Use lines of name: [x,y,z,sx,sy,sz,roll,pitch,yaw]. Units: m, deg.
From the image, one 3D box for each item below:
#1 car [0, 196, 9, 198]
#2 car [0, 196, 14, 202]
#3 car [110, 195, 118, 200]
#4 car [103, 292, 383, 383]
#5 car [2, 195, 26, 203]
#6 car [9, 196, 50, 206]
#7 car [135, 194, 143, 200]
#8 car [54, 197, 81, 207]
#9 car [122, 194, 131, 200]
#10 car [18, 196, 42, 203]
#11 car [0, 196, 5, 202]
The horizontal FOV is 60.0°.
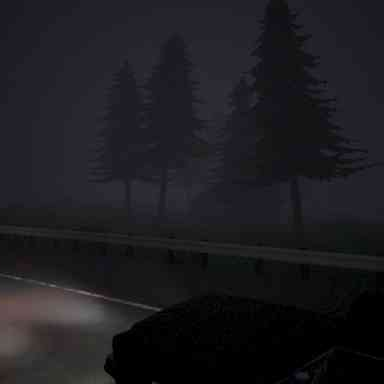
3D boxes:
car: [-36.960,1.525,61.903,2.128,1.511,4.902,0,0,17]
car: [-41.872,1.595,73.841,1.895,1.301,4.718,0,0,6]
car: [-21.368,1.500,91.041,1.837,1.490,4.892,0,0,-9]
car: [1.462,1.601,2.725,4.718,1.301,1.895,0,0,35]
car: [-38.538,1.525,72.126,2.128,1.511,4.902,0,0,10]
car: [-22.850,1.547,47.483,2.033,1.411,5.357,0,0,17]
car: [-14.112,1.355,89.227,2.097,1.767,4.553,0,0,-9]
car: [-18.555,1.525,49.637,1.812,1.442,4.674,0,0,16]
car: [-17.755,1.355,90.355,2.097,1.767,4.553,0,0,-9]
car: [-35.012,1.540,72.020,2.033,1.411,5.357,0,0,6]
car: [-45.192,1.552,76.366,1.994,1.385,4.181,0,0,6]
